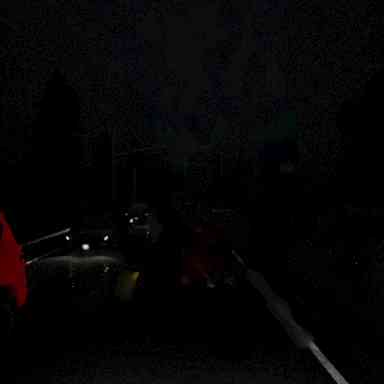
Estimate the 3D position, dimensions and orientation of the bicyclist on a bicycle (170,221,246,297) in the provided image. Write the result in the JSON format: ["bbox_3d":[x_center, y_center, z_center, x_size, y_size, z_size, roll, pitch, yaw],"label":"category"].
[{"bbox_3d":[0.333,1.439,7.102,1.656,1.620,0.582,-1,0,-1],"label":"bicyclist on a bicycle"}]

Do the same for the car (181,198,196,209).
[{"bbox_3d":[-0.468,1.523,45.248,2.033,1.411,5.357,0,0,-1],"label":"car"}]

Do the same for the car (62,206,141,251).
[{"bbox_3d":[-3.755,1.541,14.356,2.033,1.411,5.357,0,0,0],"label":"car"}]

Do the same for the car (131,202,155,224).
[{"bbox_3d":[-3.808,1.514,24.914,1.812,1.442,4.674,0,0,-1],"label":"car"}]

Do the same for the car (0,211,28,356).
[{"bbox_3d":[-3.626,1.223,2.968,2.150,2.045,5.566,0,0,-1],"label":"car"}]
